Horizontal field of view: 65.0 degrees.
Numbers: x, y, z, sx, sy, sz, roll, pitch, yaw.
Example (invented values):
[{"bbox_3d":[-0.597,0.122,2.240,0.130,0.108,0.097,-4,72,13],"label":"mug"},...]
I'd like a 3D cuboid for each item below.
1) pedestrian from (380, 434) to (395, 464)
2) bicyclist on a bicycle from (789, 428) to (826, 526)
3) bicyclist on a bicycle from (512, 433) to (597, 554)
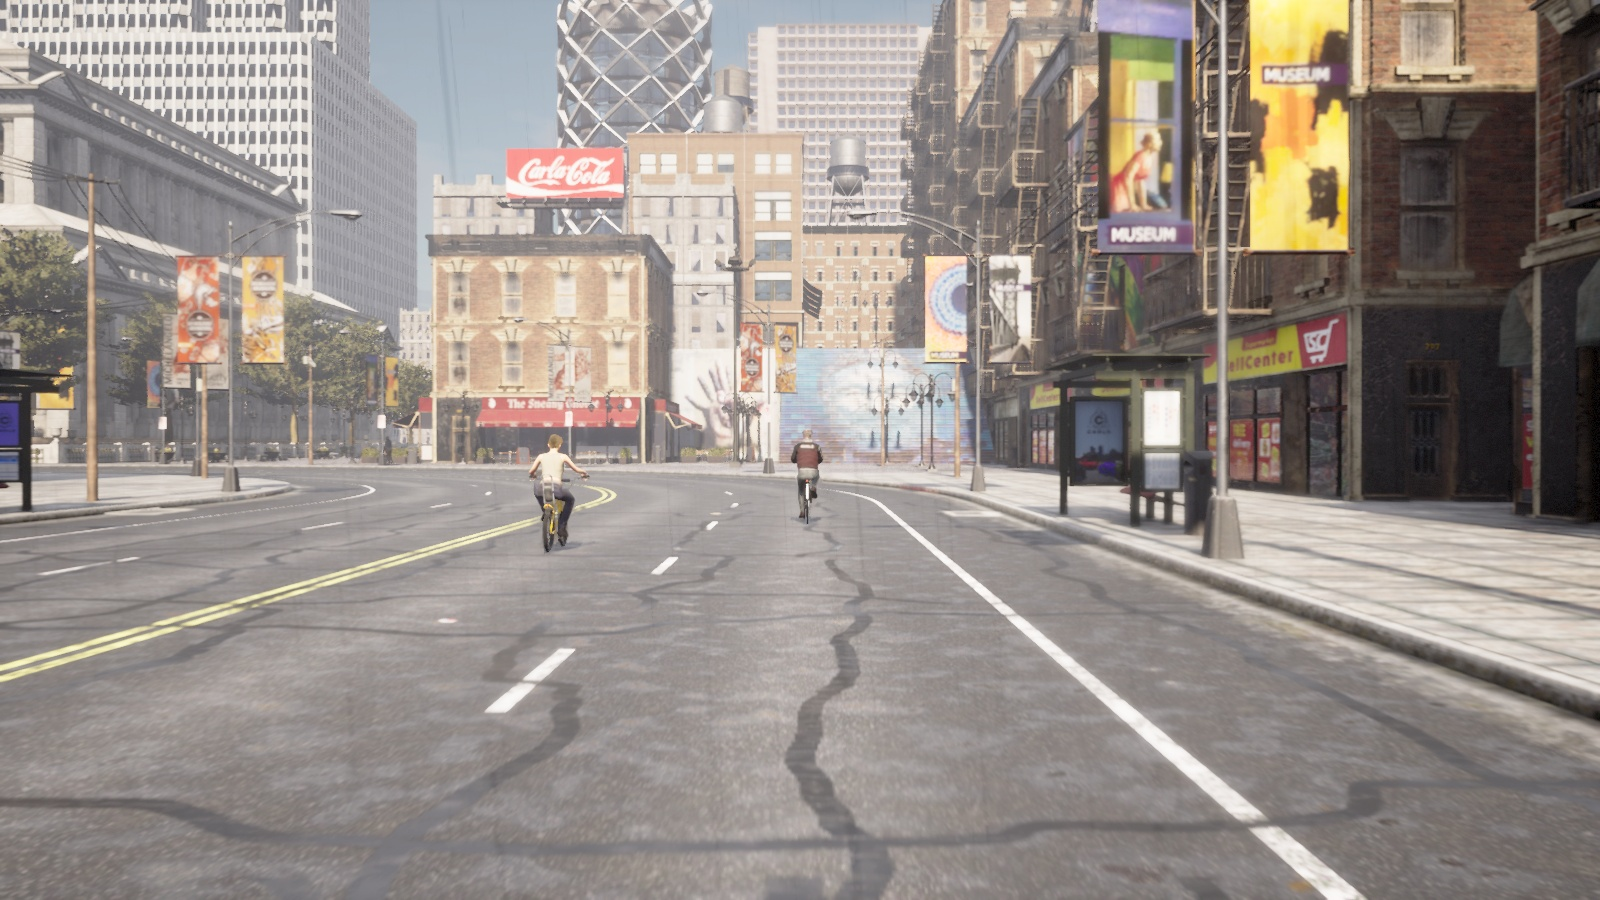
[{"bbox_3d":[-25.326,-0.049,77.111,0.694,1.848,0.540,0,0,17],"label":"pedestrian"},{"bbox_3d":[0.143,0.485,23.628,0.659,1.776,1.843,0,1,1],"label":"bicyclist on a bicycle"},{"bbox_3d":[-3.407,0.582,17.529,0.866,1.612,1.509,0,0,1],"label":"bicyclist on a bicycle"}]
